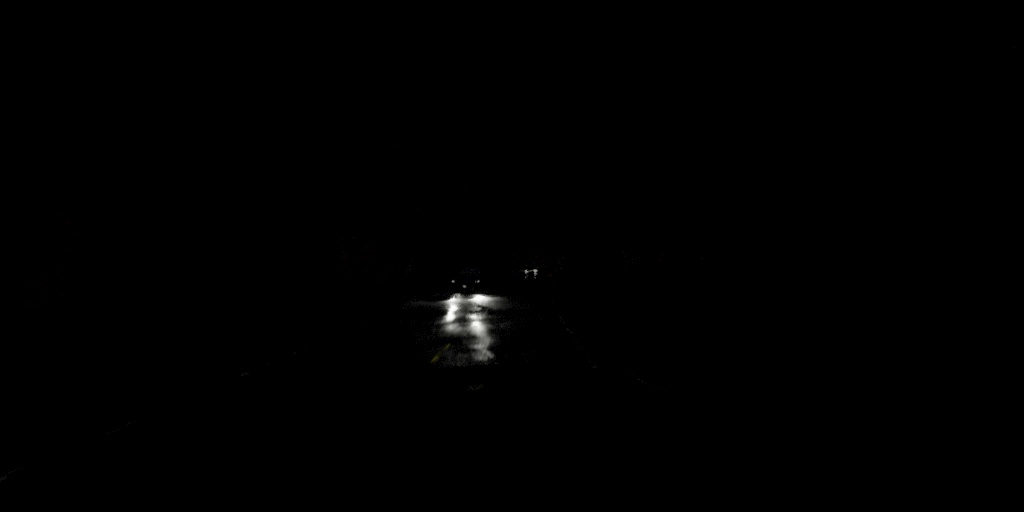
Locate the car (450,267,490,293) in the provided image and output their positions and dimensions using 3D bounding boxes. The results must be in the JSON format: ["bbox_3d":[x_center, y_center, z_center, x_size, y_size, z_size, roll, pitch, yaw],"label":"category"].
[{"bbox_3d":[-2.413,1.383,21.740,1.812,1.442,4.674,0,0,4],"label":"car"}]

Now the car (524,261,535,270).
[{"bbox_3d":[3.561,1.658,63.669,1.812,1.442,4.674,0,0,12],"label":"car"}]

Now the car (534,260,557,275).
[{"bbox_3d":[4.257,1.517,45.112,1.882,1.535,5.008,0,0,9],"label":"car"}]
